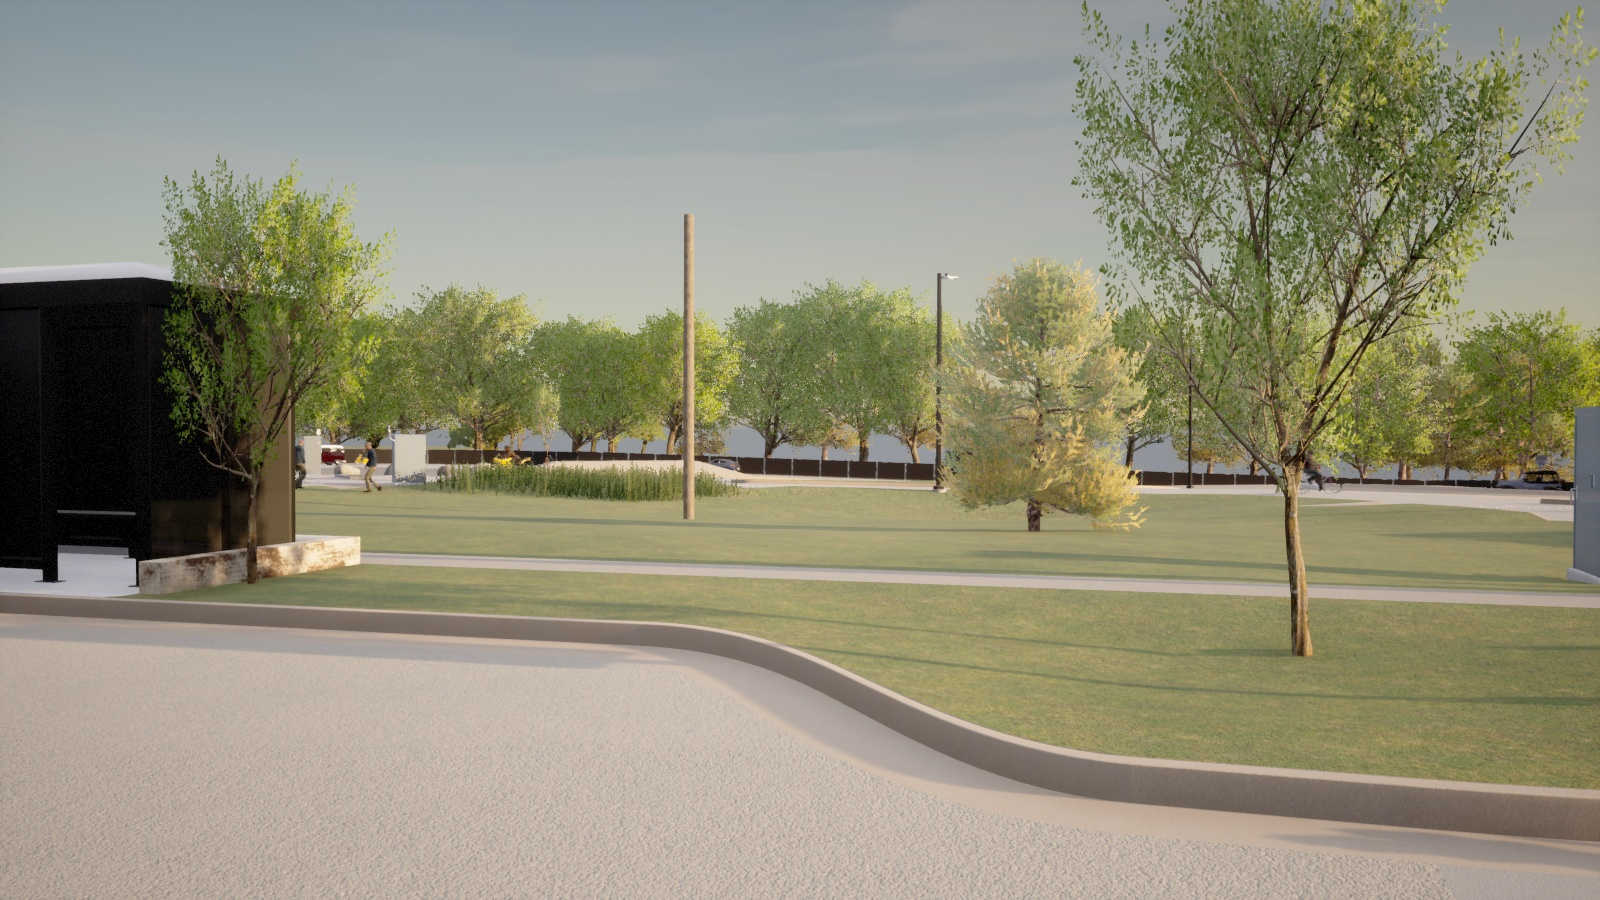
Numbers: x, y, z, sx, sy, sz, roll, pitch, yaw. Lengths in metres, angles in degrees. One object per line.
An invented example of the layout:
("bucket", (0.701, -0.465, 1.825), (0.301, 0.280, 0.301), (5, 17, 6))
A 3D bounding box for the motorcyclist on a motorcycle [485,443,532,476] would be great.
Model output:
("motorcyclist on a motorcycle", (-13.722, 0.446, 59.058), (2.044, 1.523, 0.797), (1, 1, -20))

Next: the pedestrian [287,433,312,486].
("pedestrian", (-17.681, 0.319, 44.363), (0.402, 1.842, 0.726), (1, 1, 37))

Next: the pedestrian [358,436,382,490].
("pedestrian", (-14.776, 0.435, 43.123), (0.726, 1.842, 0.402), (0, 1, -27))

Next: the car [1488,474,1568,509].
("car", (43.203, 2.468, 74.594), (3.866, 1.878, 1.905), (1, -3, 22))

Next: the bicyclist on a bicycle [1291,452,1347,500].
("bicyclist on a bicycle", (19.993, 0.988, 48.388), (1.843, 1.776, 0.659), (0, 1, 41))
